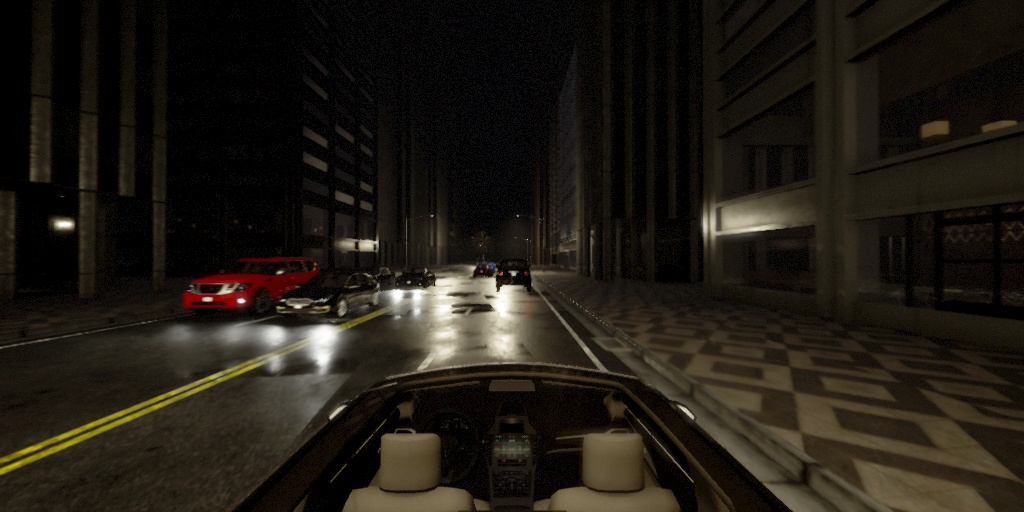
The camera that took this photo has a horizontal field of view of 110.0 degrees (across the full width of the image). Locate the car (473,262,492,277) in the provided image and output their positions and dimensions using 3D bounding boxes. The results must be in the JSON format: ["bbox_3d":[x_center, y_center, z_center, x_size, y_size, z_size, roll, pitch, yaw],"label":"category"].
[{"bbox_3d":[-3.190,1.607,39.858,1.994,1.385,4.181,0,0,1],"label":"car"}]

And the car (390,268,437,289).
[{"bbox_3d":[-6.529,1.487,24.736,1.994,1.385,4.181,0,0,1],"label":"car"}]

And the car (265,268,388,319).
[{"bbox_3d":[-6.522,1.344,13.388,1.837,1.490,4.892,0,-1,0],"label":"car"}]

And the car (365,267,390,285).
[{"bbox_3d":[-9.777,1.475,25.295,2.033,1.411,5.357,0,0,0],"label":"car"}]

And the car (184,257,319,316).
[{"bbox_3d":[-9.762,1.069,14.277,2.150,2.045,5.566,0,-1,0],"label":"car"}]

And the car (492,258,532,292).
[{"bbox_3d":[0.094,1.136,23.141,2.150,2.045,5.566,0,0,0],"label":"car"}]

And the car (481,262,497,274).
[{"bbox_3d":[-3.254,1.607,50.763,1.882,1.535,5.008,0,0,0],"label":"car"}]
